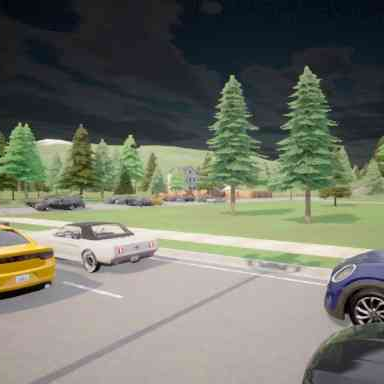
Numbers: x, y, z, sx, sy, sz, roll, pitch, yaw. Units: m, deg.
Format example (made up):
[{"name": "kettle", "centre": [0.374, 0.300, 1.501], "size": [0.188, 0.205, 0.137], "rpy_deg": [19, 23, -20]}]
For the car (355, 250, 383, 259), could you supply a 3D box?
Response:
[{"name": "car", "centre": [4.499, 1.352, 5.067], "size": [4.553, 1.767, 2.097], "rpy_deg": [0, 0, 36]}]

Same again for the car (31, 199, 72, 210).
[{"name": "car", "centre": [-18.945, 1.600, 45.059], "size": [1.895, 1.301, 4.718], "rpy_deg": [0, 0, 36]}]

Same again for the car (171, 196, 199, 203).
[{"name": "car", "centre": [-1.372, 1.486, 68.967], "size": [2.128, 1.511, 4.902], "rpy_deg": [0, 0, 36]}]

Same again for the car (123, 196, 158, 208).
[{"name": "car", "centre": [-7.461, 1.564, 48.915], "size": [1.994, 1.385, 4.181], "rpy_deg": [0, 0, 36]}]

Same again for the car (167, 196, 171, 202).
[{"name": "car", "centre": [-4.430, 1.500, 70.710], "size": [1.994, 1.385, 4.181], "rpy_deg": [0, 0, 36]}]

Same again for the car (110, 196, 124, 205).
[{"name": "car", "centre": [-10.822, 1.492, 56.173], "size": [2.128, 1.511, 4.902], "rpy_deg": [0, 0, 36]}]

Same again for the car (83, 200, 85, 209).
[{"name": "car", "centre": [-16.158, 1.351, 42.941], "size": [2.097, 1.767, 4.553], "rpy_deg": [0, 0, 36]}]

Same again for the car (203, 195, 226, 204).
[{"name": "car", "centre": [4.711, 1.601, 65.462], "size": [1.895, 1.301, 4.718], "rpy_deg": [0, 0, 37]}]

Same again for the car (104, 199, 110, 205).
[{"name": "car", "centre": [-13.370, 1.526, 58.614], "size": [1.812, 1.442, 4.674], "rpy_deg": [0, 0, 35]}]

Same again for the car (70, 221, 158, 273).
[{"name": "car", "centre": [-3.433, 1.601, 10.728], "size": [4.718, 1.301, 1.895], "rpy_deg": [0, 0, 35]}]

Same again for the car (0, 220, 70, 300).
[{"name": "car", "centre": [-5.215, 1.478, 7.698], "size": [5.008, 1.535, 1.882], "rpy_deg": [0, 0, 35]}]

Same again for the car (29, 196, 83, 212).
[{"name": "car", "centre": [-15.451, 1.504, 37.973], "size": [1.837, 1.490, 4.892], "rpy_deg": [0, 0, 36]}]

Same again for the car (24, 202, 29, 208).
[{"name": "car", "centre": [-21.316, 1.600, 47.745], "size": [1.895, 1.301, 4.718], "rpy_deg": [0, 0, 36]}]

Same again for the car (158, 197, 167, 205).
[{"name": "car", "centre": [-6.915, 1.477, 55.590], "size": [1.882, 1.535, 5.008], "rpy_deg": [0, 0, 36]}]

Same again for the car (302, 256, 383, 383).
[{"name": "car", "centre": [3.102, 1.505, 1.762], "size": [4.892, 1.490, 1.837], "rpy_deg": [0, 0, 35]}]

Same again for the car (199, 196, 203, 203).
[{"name": "car", "centre": [3.042, 1.352, 69.074], "size": [2.097, 1.767, 4.553], "rpy_deg": [0, 0, 36]}]
